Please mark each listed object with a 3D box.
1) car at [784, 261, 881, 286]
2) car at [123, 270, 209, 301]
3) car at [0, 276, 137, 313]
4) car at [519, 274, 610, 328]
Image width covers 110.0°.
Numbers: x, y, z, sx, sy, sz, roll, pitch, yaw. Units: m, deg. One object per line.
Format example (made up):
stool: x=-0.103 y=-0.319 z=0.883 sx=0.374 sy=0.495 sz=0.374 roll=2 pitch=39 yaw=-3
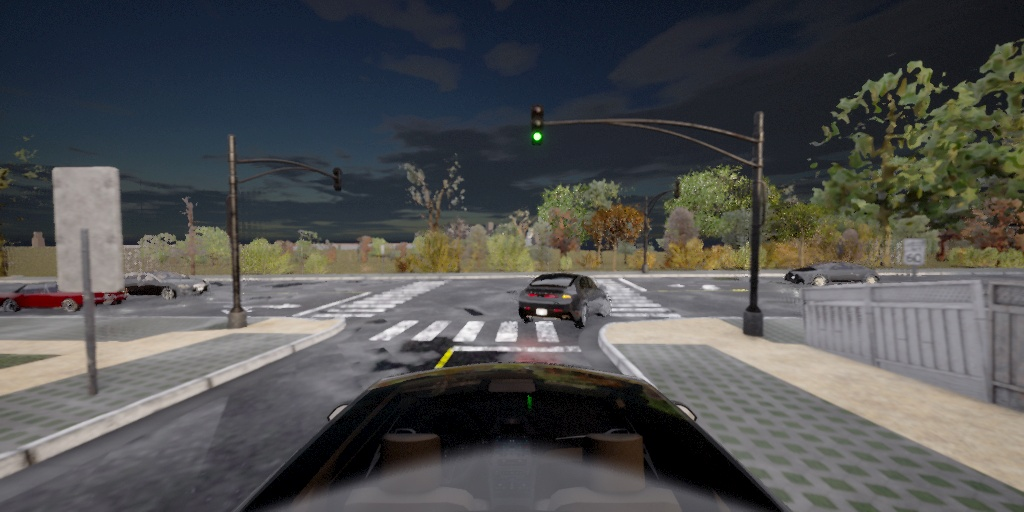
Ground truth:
car: x=18.111 y=1.020 z=20.402 sx=4.181 sy=1.385 sz=1.994 roll=-1 pitch=2 yaw=4
car: x=-19.489 y=1.570 z=19.778 sx=4.902 sy=1.511 sz=2.128 roll=-1 pitch=2 yaw=4
car: x=-20.778 y=1.828 z=16.623 sx=4.718 sy=1.301 sz=1.895 roll=-1 pitch=2 yaw=4
car: x=1.840 y=1.323 z=11.709 sx=1.837 sy=1.490 sz=4.892 roll=0 pitch=-2 yaw=26
